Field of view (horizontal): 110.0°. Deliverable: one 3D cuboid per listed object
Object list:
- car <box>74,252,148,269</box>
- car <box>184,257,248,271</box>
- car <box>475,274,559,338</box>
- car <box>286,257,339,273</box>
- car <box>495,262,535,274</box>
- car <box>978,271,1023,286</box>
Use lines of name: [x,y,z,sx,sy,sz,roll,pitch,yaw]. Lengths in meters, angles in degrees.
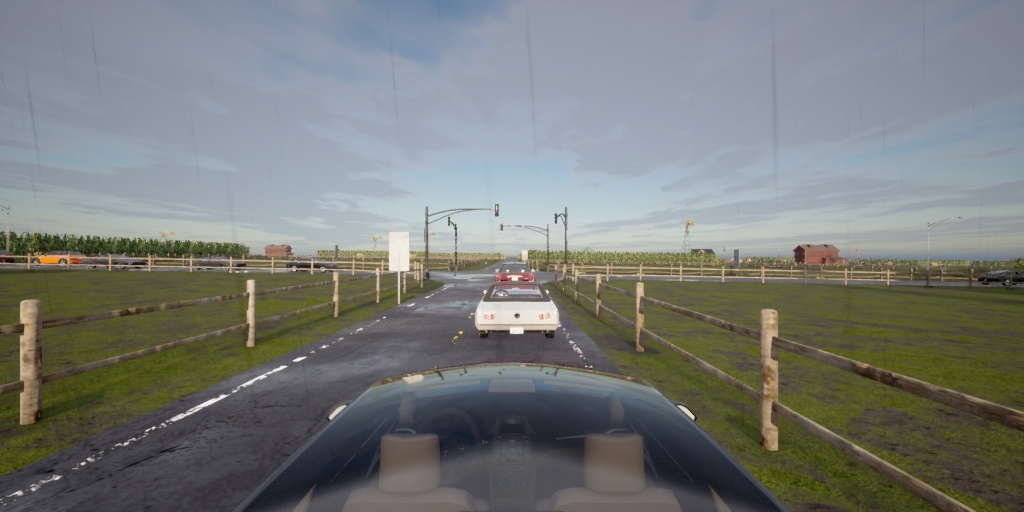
car: [-40.759,0.570,36.729,5.357,1.411,2.033,1,0,1]
car: [-30.237,0.759,36.701,5.357,1.411,2.033,1,0,0]
car: [0.117,1.351,10.098,1.895,1.301,4.718,0,0,0]
car: [-20.348,0.896,36.674,4.892,1.490,1.837,1,0,0]
car: [0.164,1.103,19.087,2.097,1.767,4.553,0,0,1]
car: [50.689,2.257,36.522,4.892,1.490,1.837,1,0,0]
